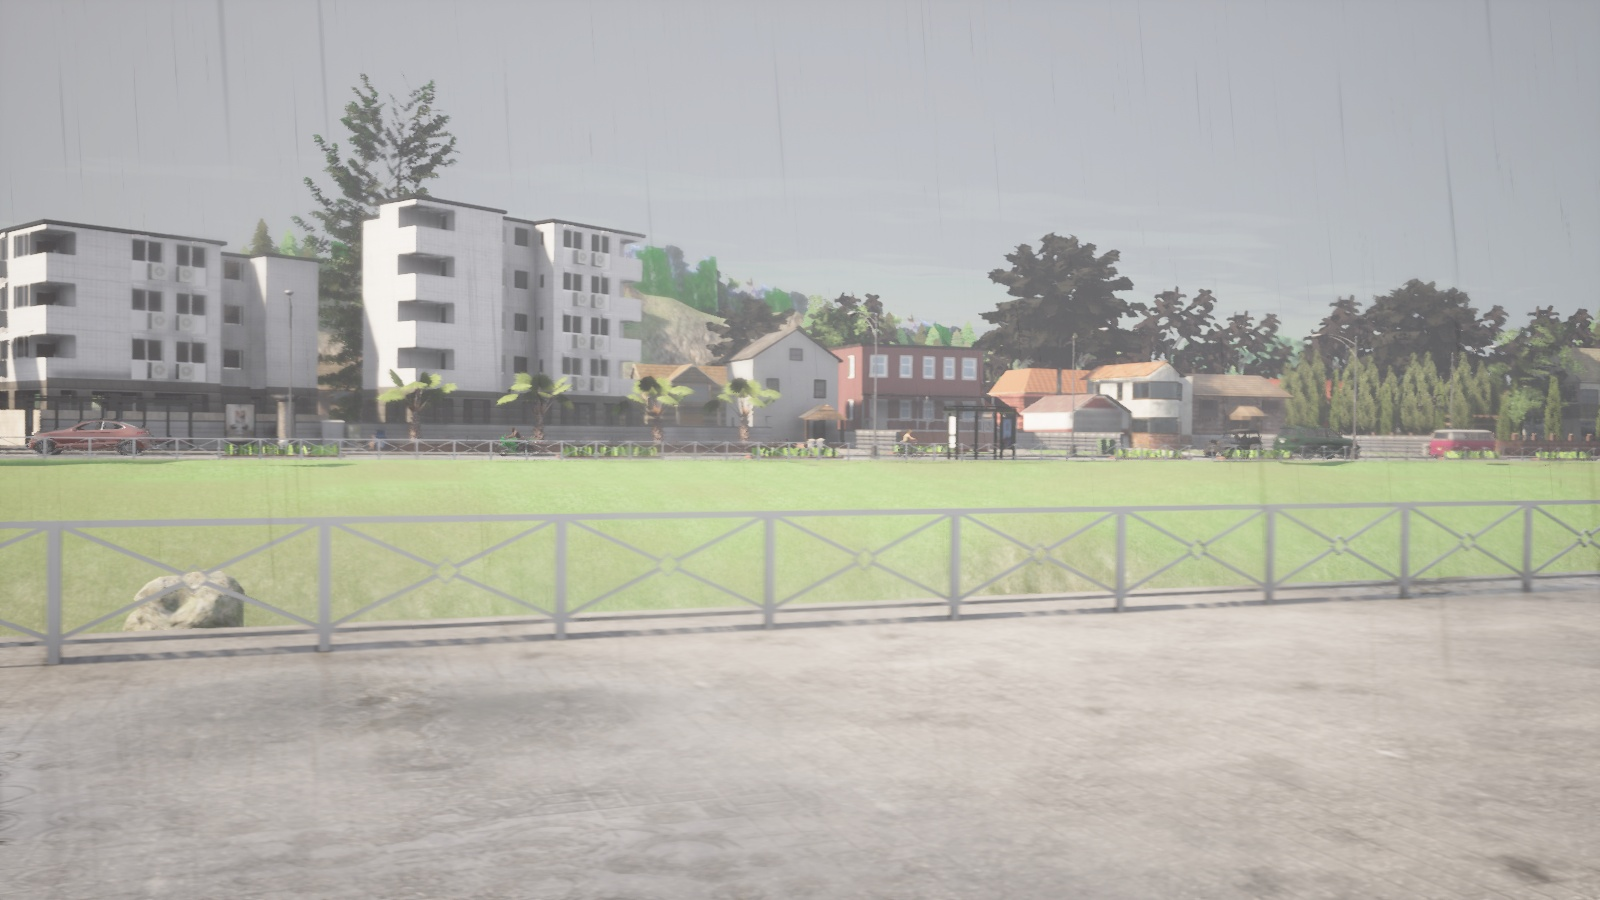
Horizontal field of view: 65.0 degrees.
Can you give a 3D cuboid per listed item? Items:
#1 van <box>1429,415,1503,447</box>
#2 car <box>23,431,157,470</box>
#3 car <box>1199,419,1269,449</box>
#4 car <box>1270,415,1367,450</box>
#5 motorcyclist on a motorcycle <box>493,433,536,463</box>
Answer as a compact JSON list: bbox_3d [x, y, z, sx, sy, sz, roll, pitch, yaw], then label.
[{"bbox_3d":[43.463,-1.253,81.990,4.442,1.987,1.775,-1,1,-21],"label":"van"},{"bbox_3d":[-32.404,-0.008,57.486,5.027,1.651,2.152,-1,1,-21],"label":"car"},{"bbox_3d":[27.741,-1.013,80.304,3.866,1.878,1.905,-1,1,-21],"label":"car"},{"bbox_3d":[32.072,-1.094,77.668,5.566,2.045,2.150,-1,1,-21],"label":"car"},{"bbox_3d":[-14.587,-0.107,64.248,2.044,1.523,0.797,-1,1,-21],"label":"motorcyclist on a motorcycle"}]
